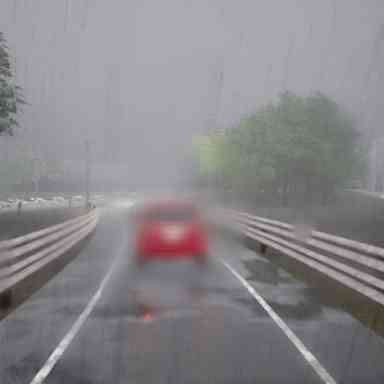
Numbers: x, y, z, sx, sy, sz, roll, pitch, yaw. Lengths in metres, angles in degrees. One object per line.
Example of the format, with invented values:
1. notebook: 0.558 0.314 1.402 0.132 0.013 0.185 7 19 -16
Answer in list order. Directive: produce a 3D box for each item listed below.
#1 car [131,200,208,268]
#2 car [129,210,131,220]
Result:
1. car: -0.825 1.300 11.840 2.150 2.045 5.566 0 0 -7
2. car: -4.224 1.752 28.310 1.994 1.385 4.181 0 0 -16
